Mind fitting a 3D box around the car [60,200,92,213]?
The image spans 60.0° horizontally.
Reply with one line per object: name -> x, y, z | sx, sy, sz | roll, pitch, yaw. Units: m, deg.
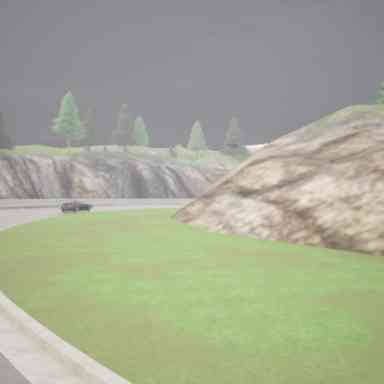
car -> -14.072, 1.760, 40.775 | 2.128, 1.511, 4.902 | 0, -1, 13
